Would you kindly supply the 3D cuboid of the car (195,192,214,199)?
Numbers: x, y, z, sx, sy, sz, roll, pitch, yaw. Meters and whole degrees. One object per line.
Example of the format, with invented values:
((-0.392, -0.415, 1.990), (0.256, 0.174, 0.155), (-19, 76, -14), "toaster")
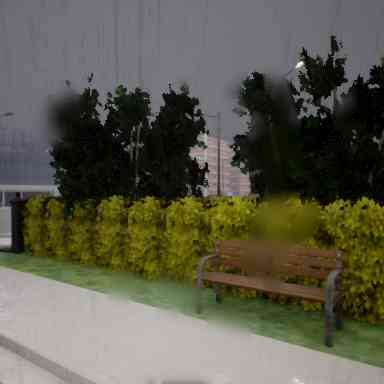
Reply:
((2.670, 0.757, 69.300), (1.812, 1.442, 4.674), (0, 1, 35), "car")

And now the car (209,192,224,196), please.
((4.833, 0.742, 66.347), (2.128, 1.511, 4.902), (0, 1, 35), "car")
